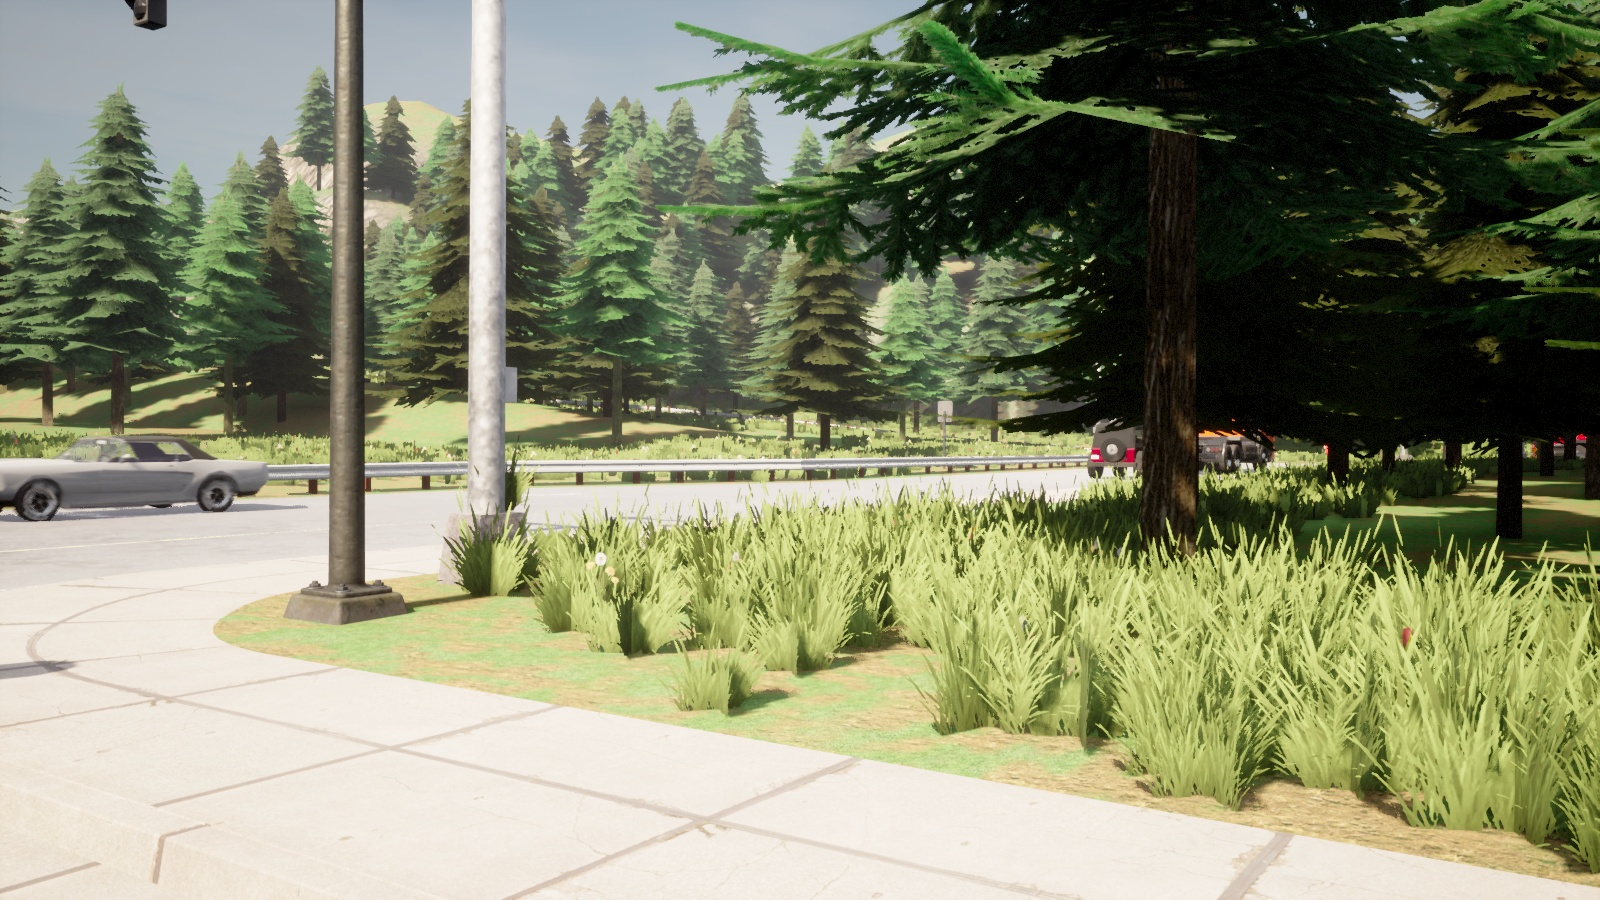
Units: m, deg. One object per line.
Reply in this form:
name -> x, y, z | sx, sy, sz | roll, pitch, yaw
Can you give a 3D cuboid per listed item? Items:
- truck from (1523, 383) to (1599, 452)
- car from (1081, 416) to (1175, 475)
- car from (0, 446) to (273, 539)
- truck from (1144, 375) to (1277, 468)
truck -> 46.128, -1.849, 71.143 | 8.468, 3.827, 2.891 | 0, 1, 15
car -> 11.144, -0.181, 42.538 | 1.905, 1.878, 3.866 | 0, 1, 34
car -> -11.395, 0.625, 20.722 | 1.895, 1.301, 4.718 | 0, 1, 33
truck -> 16.632, -1.117, 50.478 | 2.891, 3.462, 7.936 | 0, 1, 35
